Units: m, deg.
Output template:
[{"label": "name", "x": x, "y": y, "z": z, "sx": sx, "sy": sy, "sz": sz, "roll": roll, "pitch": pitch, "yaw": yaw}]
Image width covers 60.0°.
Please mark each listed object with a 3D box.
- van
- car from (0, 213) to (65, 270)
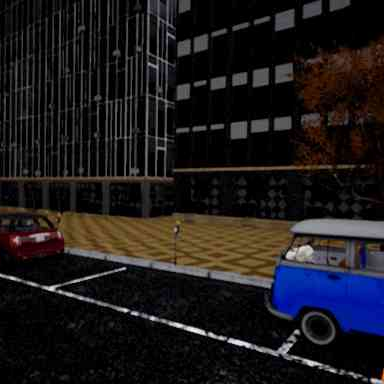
[{"label": "van", "x": 3.126, "y": 1.340, "z": 4.702, "sx": 3.998, "sy": 1.788, "sz": 1.690, "roll": 0, "pitch": 1, "yaw": 34}, {"label": "car", "x": -6.151, "y": 1.424, "z": 11.065, "sx": 4.097, "sy": 1.590, "sz": 1.967, "roll": 0, "pitch": 1, "yaw": 34}]
